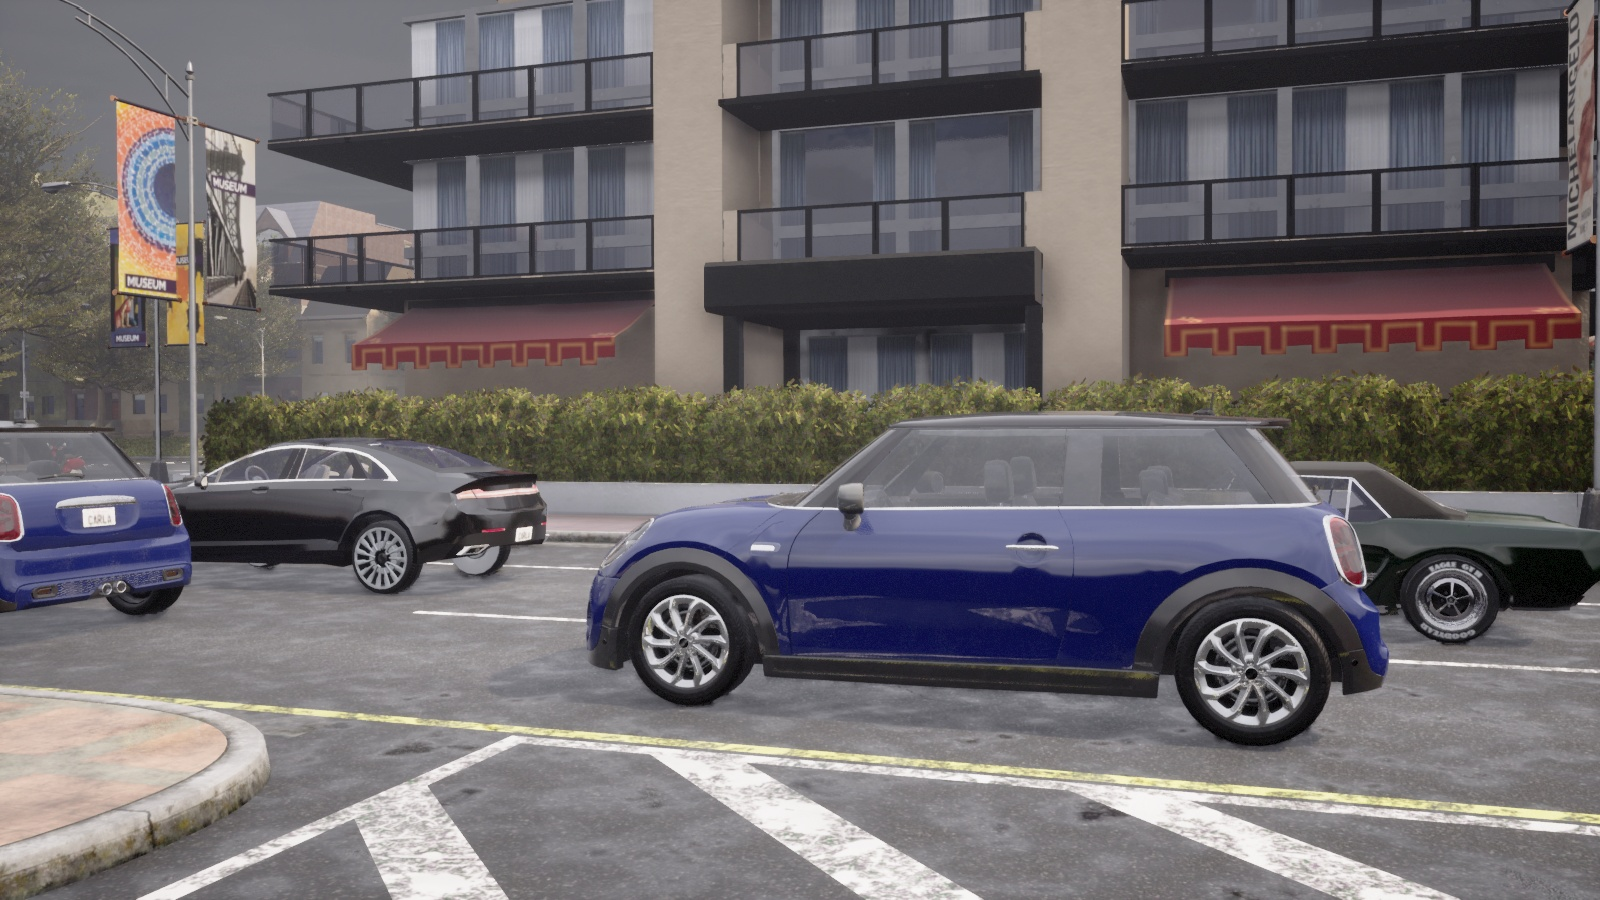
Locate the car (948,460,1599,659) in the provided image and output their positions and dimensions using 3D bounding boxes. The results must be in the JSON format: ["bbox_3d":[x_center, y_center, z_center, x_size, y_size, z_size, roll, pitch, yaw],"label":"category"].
[{"bbox_3d":[3.746,0.775,10.374,4.718,1.301,1.895,1,1,19],"label":"car"}]

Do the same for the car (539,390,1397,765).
[{"bbox_3d":[0.966,0.567,7.615,4.553,1.767,2.097,1,1,18],"label":"car"}]

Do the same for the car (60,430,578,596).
[{"bbox_3d":[-5.065,0.550,13.338,4.902,1.511,2.128,1,1,19],"label":"car"}]

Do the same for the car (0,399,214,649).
[{"bbox_3d":[-7.503,0.489,10.465,4.553,1.767,2.097,1,1,19],"label":"car"}]
